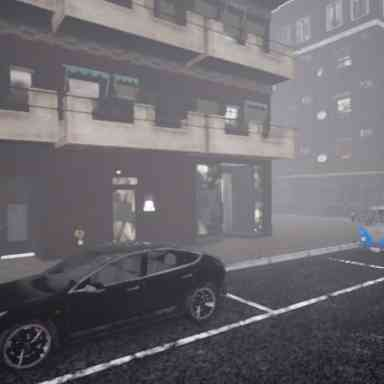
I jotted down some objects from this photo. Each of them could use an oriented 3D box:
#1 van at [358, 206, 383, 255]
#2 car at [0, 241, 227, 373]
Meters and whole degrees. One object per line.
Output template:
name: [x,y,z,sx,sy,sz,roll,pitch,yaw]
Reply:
van: [7.666,1.357,12.052,3.998,1.788,1.690,0,-1,-35]
car: [-1.325,1.569,5.631,4.313,1.339,1.947,0,-1,-35]
